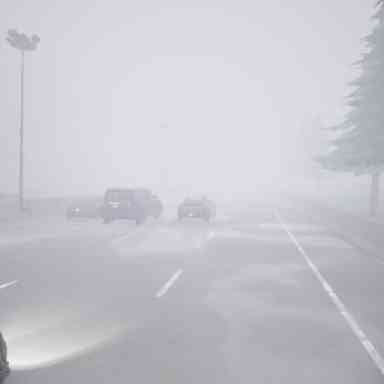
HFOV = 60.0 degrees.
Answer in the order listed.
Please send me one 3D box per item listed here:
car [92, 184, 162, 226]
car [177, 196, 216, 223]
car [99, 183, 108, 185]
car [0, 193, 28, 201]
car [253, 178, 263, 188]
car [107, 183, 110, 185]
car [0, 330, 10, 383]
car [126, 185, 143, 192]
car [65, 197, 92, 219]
[{"bbox_3d":[-3.447,0.749,19.703,2.150,2.045,5.566,1,2,11],"label":"car"},{"bbox_3d":[0.387,1.007,21.140,2.128,1.511,4.902,1,2,11],"label":"car"},{"bbox_3d":[-18.798,-1.096,70.582,2.097,1.767,4.553,1,3,11],"label":"car"},{"bbox_3d":[-16.260,0.793,28.327,1.895,1.301,4.718,1,2,11],"label":"car"},{"bbox_3d":[18.331,-2.089,90.609,2.097,1.767,4.553,1,3,11],"label":"car"},{"bbox_3d":[-15.366,-0.907,69.906,1.837,1.490,4.892,1,3,11],"label":"car"},{"bbox_3d":[-3.160,1.501,1.904,1.994,1.385,4.181,1,1,9],"label":"car"},{"bbox_3d":[-11.934,-0.768,69.228,1.895,1.301,4.718,1,3,11],"label":"car"},{"bbox_3d":[-6.553,1.002,22.123,1.994,1.385,4.181,1,2,11],"label":"car"}]
